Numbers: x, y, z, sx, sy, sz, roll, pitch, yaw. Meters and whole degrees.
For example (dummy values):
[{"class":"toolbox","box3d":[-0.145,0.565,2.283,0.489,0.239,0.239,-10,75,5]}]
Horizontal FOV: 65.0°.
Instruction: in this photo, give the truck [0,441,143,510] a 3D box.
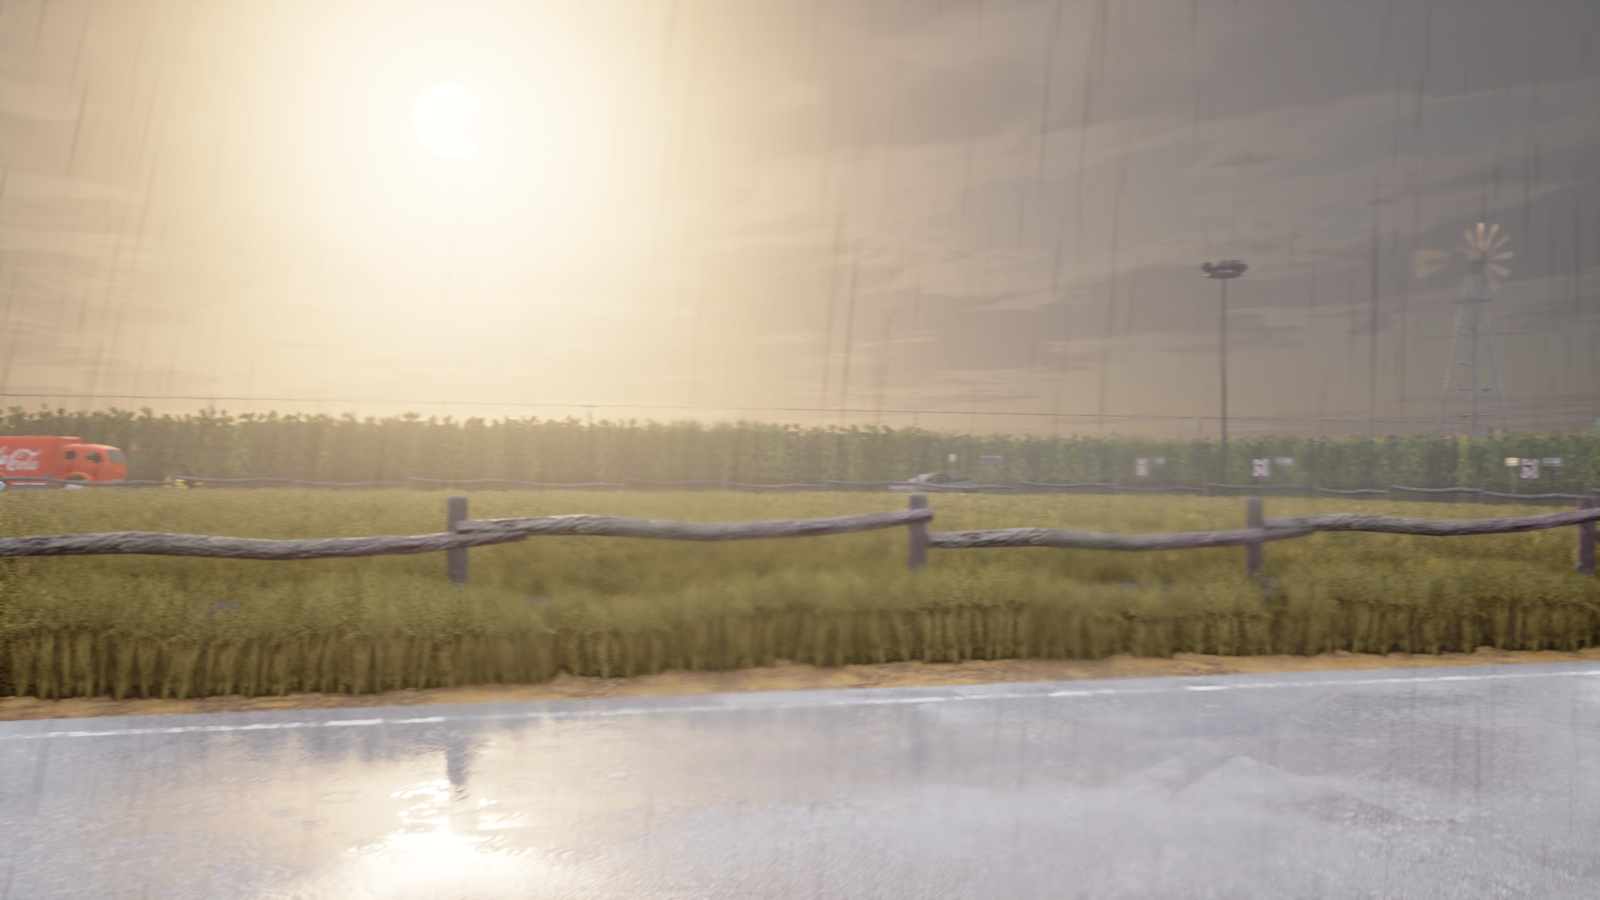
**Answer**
[{"class":"truck","box3d":[-28.009,0.950,47.255,5.204,2.467,2.627,1,-1,-6]}]

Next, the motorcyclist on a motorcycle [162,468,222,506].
[{"class":"motorcyclist on a motorcycle","box3d":[-24.721,1.520,51.077,2.044,1.523,0.797,1,-1,-14]}]

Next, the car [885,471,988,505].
[{"class":"car","box3d":[6.433,1.757,59.104,4.514,1.525,2.007,1,-1,-31]}]
